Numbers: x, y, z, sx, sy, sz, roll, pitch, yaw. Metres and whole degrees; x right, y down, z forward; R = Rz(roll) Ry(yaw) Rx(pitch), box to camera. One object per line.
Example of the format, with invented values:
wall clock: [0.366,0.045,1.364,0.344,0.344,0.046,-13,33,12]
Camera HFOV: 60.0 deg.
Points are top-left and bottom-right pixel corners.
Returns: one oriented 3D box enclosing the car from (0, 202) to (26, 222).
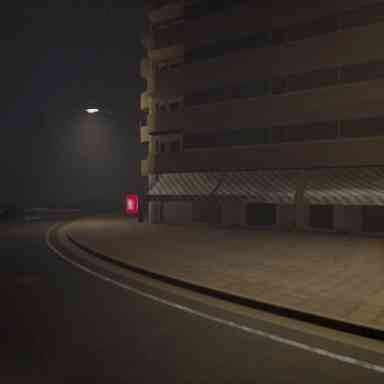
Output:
car: [-14.734,1.531,26.073,1.812,1.442,4.674,0,0,-6]

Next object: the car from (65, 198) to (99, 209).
car: [-14.908,1.568,46.190,1.812,1.442,4.674,0,0,24]

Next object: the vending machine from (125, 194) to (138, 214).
vending machine: [-6.317,1.243,34.795,1.100,2.100,0.880,0,0,11]

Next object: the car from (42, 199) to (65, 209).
car: [-18.682,1.595,46.121,1.994,1.385,4.181,0,0,23]
